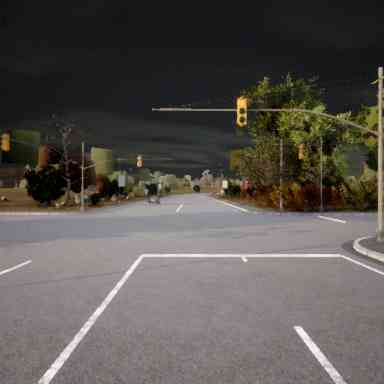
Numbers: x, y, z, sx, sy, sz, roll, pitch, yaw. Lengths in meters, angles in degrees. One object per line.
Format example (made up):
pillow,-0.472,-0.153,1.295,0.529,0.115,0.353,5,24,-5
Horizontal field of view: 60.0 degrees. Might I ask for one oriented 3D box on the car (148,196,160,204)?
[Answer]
car,-7.000,1.471,61.456,2.128,1.511,4.902,0,0,0
